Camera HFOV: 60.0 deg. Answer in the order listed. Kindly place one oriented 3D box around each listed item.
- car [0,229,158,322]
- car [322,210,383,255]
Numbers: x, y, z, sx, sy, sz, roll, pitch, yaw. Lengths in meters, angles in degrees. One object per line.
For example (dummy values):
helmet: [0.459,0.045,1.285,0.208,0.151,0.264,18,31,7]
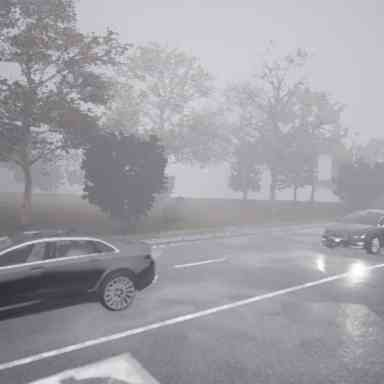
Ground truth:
car: [-3.009,1.492,6.165,4.902,1.511,2.128,0,0,-35]
car: [7.271,1.516,13.543,4.892,1.490,1.837,0,0,-36]
